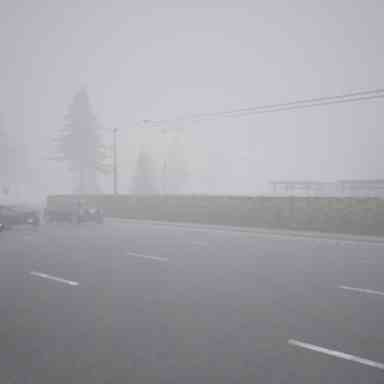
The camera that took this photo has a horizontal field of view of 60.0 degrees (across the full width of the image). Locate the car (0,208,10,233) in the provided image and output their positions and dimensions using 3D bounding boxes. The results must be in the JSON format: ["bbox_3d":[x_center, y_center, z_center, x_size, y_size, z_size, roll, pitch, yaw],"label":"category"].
[{"bbox_3d":[-11.218,1.562,16.380,4.718,1.301,1.895,0,0,36],"label":"car"}]

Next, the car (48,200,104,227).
[{"bbox_3d":[-8.163,1.303,22.805,4.553,1.767,2.097,0,0,36],"label":"car"}]

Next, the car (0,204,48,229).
[{"bbox_3d":[-11.287,1.478,20.723,4.674,1.442,1.812,0,0,36],"label":"car"}]
